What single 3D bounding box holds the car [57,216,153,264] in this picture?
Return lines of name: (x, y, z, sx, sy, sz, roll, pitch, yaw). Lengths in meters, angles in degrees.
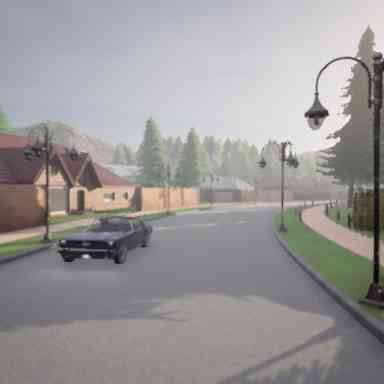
car: (-2.804, 1.552, 11.790, 1.895, 1.301, 4.718, 0, 0, 7)
